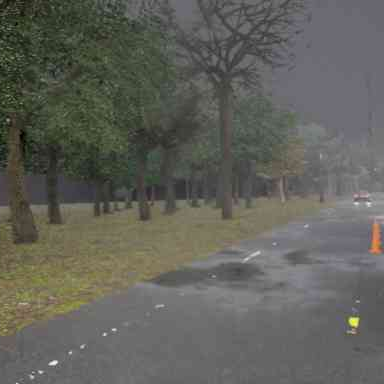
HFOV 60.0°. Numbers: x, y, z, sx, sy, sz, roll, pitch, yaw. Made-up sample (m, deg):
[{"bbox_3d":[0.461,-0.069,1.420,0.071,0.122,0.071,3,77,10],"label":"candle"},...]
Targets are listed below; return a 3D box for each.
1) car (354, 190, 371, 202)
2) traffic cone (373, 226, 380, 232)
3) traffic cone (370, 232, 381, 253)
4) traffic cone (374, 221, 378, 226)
[{"bbox_3d":[25.352,0.568,49.487,2.097,1.767,4.553,-2,0,29],"label":"car"},{"bbox_3d":[7.359,1.757,13.340,0.340,0.580,0.340,-2,0,29],"label":"traffic cone"},{"bbox_3d":[6.378,1.787,11.597,0.340,0.580,0.340,-2,0,29],"label":"traffic cone"},{"bbox_3d":[8.339,1.727,15.084,0.340,0.580,0.340,-2,0,29],"label":"traffic cone"}]
